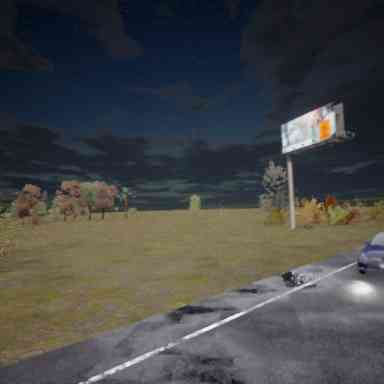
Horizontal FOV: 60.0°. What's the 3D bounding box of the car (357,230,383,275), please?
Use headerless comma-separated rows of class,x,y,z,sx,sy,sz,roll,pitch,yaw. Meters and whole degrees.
car,7.500,2.099,12.072,1.812,1.442,4.674,-5,-5,41
